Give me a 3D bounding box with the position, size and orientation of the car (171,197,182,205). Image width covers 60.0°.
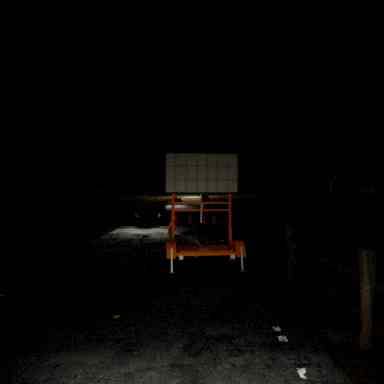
[{"bbox_3d":[-2.660,1.464,55.294,1.895,1.301,4.718,0,1,0],"label":"car"}]

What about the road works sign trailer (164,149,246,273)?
[{"bbox_3d":[0.291,0.456,10.682,2.380,3.560,2.880,0,0,-6],"label":"road works sign trailer"}]

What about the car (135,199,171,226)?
[{"bbox_3d":[-2.811,1.452,23.580,1.882,1.535,5.008,0,0,0],"label":"car"}]
